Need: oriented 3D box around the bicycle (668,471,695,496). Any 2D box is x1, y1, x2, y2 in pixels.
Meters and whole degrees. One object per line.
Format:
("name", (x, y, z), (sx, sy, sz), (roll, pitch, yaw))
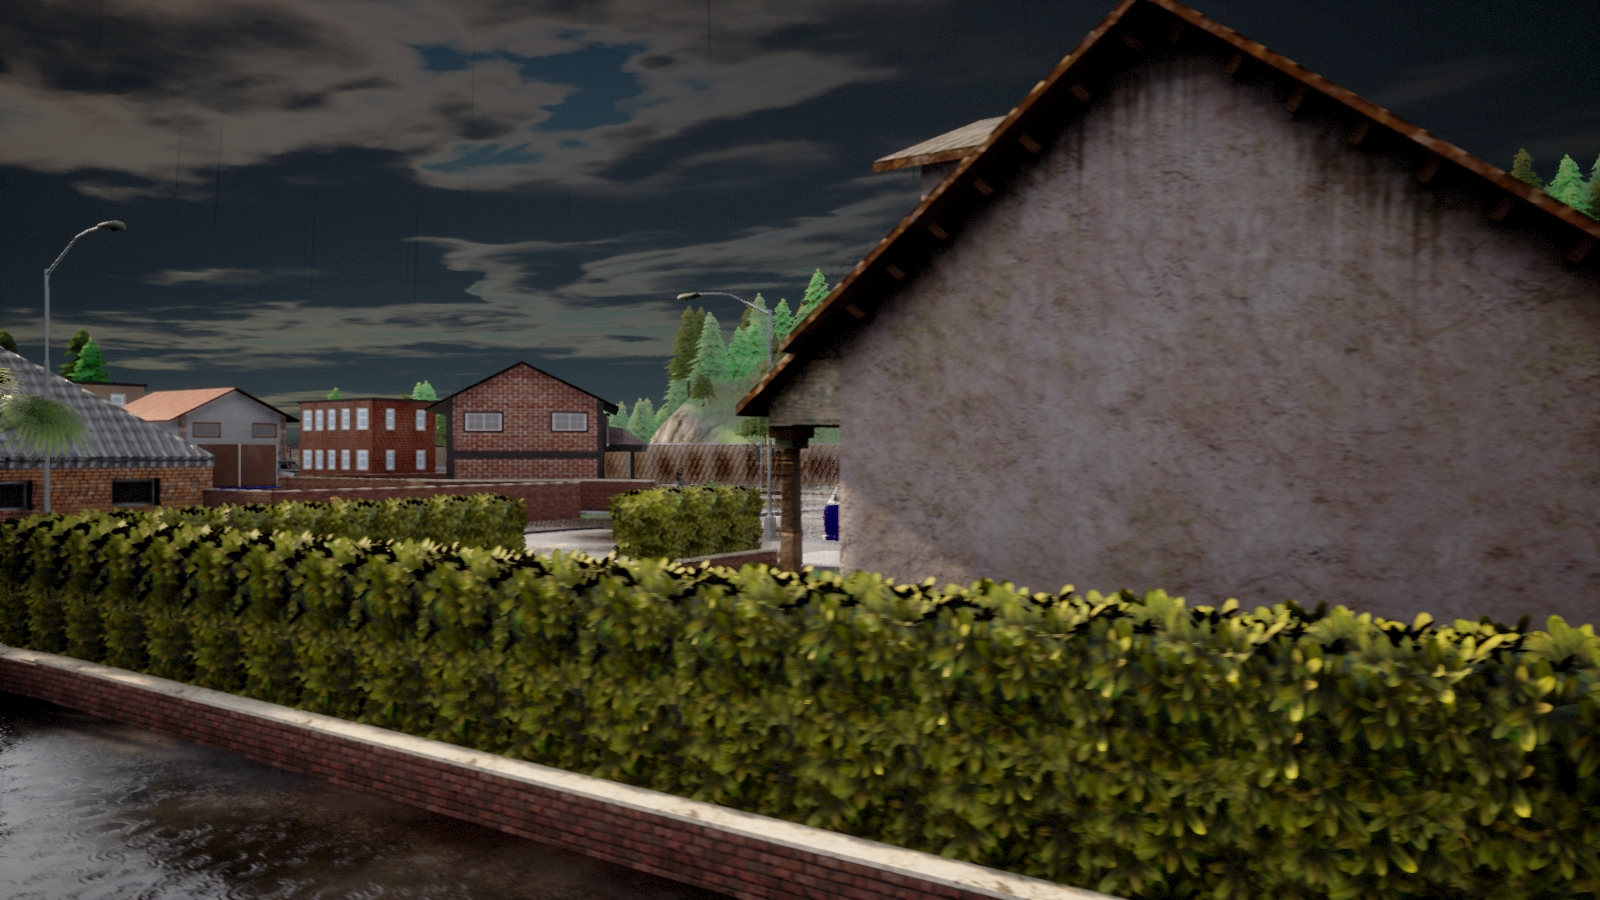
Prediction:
("bicycle", (-7.258, 2.057, 69.962), (1.835, 1.471, 0.329), (0, 0, 35))
